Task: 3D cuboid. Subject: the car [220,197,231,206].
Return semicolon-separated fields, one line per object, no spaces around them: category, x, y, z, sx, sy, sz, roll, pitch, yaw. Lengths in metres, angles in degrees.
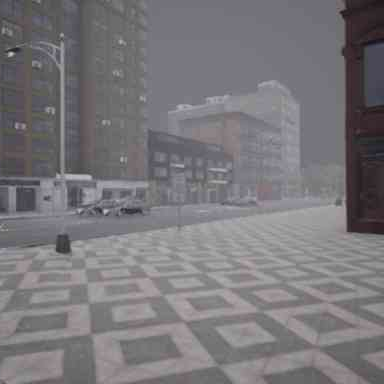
car;6.365;1.458;51.687;2.033;1.411;5.357;0;0;36

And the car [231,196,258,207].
car;8.019;1.396;48.418;1.837;1.490;4.892;0;-1;36

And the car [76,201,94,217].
car;-8.386;1.445;30.886;2.128;1.511;4.902;0;0;35

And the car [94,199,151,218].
car;-5.677;1.422;29.090;2.128;1.511;4.902;0;0;35
